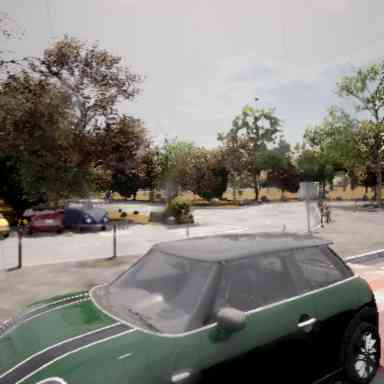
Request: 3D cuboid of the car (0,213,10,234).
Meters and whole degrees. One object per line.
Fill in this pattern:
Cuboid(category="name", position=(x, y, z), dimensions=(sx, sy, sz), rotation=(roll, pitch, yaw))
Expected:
Cuboid(category="car", position=(-11.344, 1.634, 18.417), dimensions=(1.946, 1.575, 5.366), rotation=(0, 0, -36))

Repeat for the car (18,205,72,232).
Cuboid(category="car", position=(-9.211, 1.685, 20.208), dimensions=(2.163, 1.488, 4.792), rotation=(0, 0, -36))

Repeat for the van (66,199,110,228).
Cuboid(category="van", position=(-6.869, 1.449, 21.703), dimensions=(1.878, 1.987, 4.442), rotation=(0, 0, -36))

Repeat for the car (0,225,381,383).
Cuboid(category="car", position=(0.110, 1.344, 3.749), dimensions=(4.553, 1.767, 2.097), rotation=(0, 0, -35))
